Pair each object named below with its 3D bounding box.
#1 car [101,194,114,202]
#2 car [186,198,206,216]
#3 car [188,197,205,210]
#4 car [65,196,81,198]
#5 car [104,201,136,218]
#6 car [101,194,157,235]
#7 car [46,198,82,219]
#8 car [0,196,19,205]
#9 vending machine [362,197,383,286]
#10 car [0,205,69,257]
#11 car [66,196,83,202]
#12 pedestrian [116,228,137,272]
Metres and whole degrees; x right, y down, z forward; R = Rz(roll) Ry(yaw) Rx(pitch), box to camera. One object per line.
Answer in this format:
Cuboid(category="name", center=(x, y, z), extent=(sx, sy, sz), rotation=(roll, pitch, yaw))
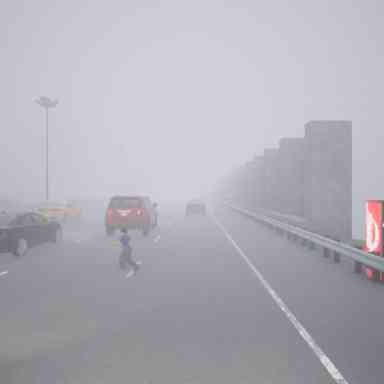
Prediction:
Cuboid(category="car", center=(-19.895, 1.355, 78.601), extent=(2.097, 1.767, 4.553), rotation=(0, 0, 0))
Cuboid(category="car", center=(0.390, 1.478, 32.817), extent=(1.882, 1.535, 5.008), rotation=(0, 0, 1))
Cuboid(category="car", center=(0.657, 1.491, 43.685), extent=(2.128, 1.511, 4.902), rotation=(0, 0, 2))
Cuboid(category="car", center=(-23.398, 1.498, 63.919), extent=(1.837, 1.490, 4.892), rotation=(0, 1, 1))
Cuboid(category="car", center=(-6.644, 1.600, 31.236), extent=(1.895, 1.301, 4.718), rotation=(0, 0, 1))
Cuboid(category="car", center=(-3.285, 1.217, 18.772), extent=(2.150, 2.045, 5.566), rotation=(0, -1, 0))
Cuboid(category="car", center=(-10.224, 1.477, 26.072), extent=(1.882, 1.535, 5.008), rotation=(0, 0, 1))
Cuboid(category="car", center=(-20.757, 1.507, 35.271), extent=(1.837, 1.490, 4.892), rotation=(0, -1, 1))
Cuboid(category="vending machine", center=(5.050, 1.195, 8.380), extent=(1.100, 2.100, 0.880), rotation=(0, 0, 0))
Cuboid(category="car", center=(-6.821, 1.477, 13.007), extent=(1.882, 1.535, 5.008), rotation=(0, 0, 0))
Cuboid(category="car", center=(-26.887, 1.540, 76.307), extent=(2.033, 1.411, 5.357), rotation=(0, 0, 0))
Cuboid(category="pedestrian", center=(-1.831, 1.574, 9.356), extent=(0.375, 1.300, 0.375), rotation=(0, 0, 0))
